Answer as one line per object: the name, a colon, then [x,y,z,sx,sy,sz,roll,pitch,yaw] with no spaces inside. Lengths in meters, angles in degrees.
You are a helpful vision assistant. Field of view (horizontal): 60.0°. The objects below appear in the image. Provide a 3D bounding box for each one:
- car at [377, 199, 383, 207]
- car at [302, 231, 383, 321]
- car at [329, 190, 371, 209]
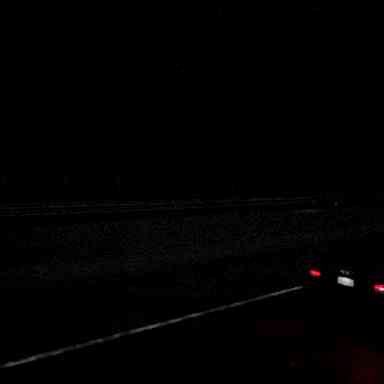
car: [21.832,1.158,35.926,4.181,1.385,1.994,-1,1,-33]
car: [4.616,1.531,6.993,5.357,1.411,2.033,0,0,-35]
car: [17.855,0.862,37.494,5.566,2.045,2.150,-1,1,-34]
